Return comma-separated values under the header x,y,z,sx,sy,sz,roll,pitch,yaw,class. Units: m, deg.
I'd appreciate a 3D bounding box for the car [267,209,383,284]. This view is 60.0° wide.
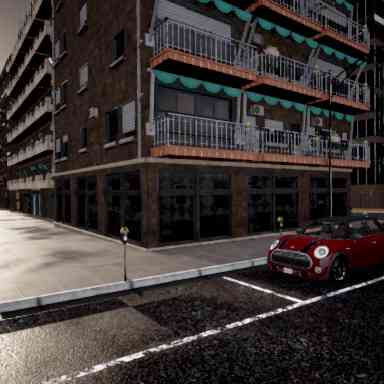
x,y,z,sx,sy,sz,roll,pitch,yaw,class
4.009,1.438,9.450,4.097,1.590,1.967,0,-1,-36,car
